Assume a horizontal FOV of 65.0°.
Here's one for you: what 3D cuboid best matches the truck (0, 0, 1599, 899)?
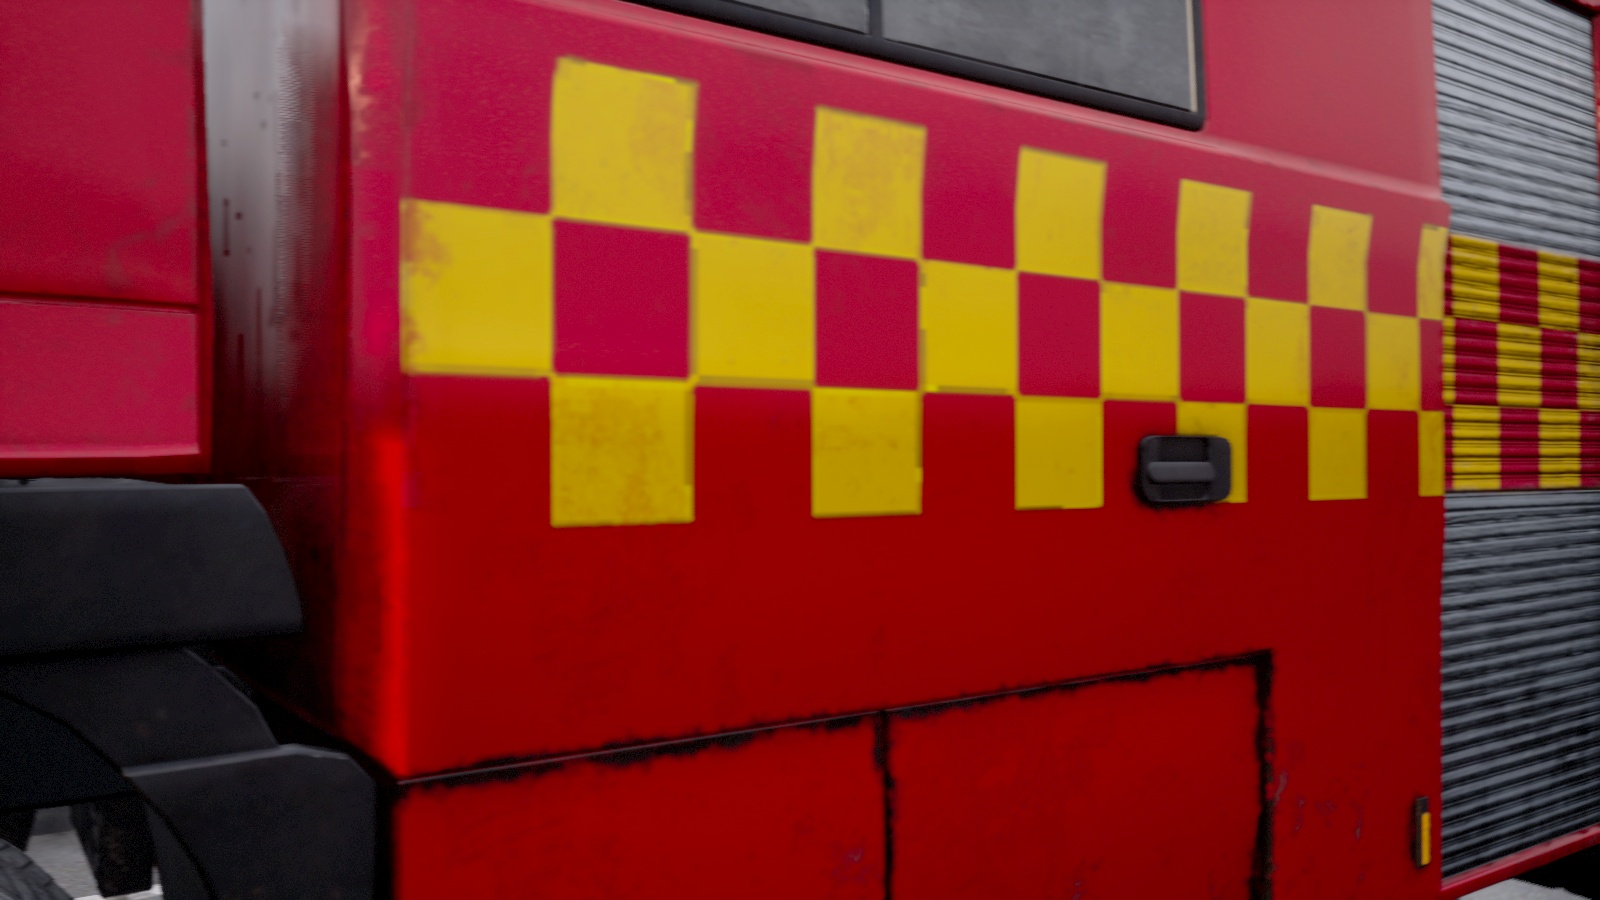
[{"bbox_3d":[-0.196,-0.411,3.526,8.468,3.827,2.891,0,0,-35],"label":"truck"}]
